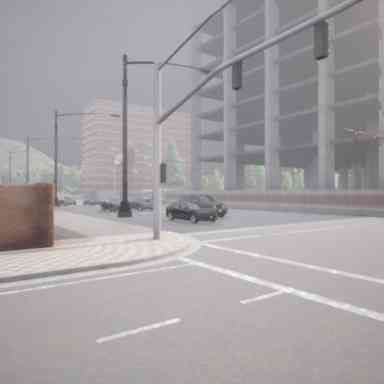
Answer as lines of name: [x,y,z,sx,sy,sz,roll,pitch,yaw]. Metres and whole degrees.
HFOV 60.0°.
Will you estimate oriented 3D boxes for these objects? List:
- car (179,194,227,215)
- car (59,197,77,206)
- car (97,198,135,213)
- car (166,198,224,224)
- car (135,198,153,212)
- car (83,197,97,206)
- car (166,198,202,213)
car: [0.747,1.224,29.946,2.150,2.045,5.566,0,0,-35]
car: [-20.094,1.535,53.765,1.837,1.490,4.892,0,0,-35]
car: [-8.621,1.479,37.218,1.882,1.535,5.008,0,0,-35]
car: [-0.117,1.479,25.099,1.882,1.535,5.008,0,0,-35]
car: [-6.003,1.506,39.580,1.837,1.490,4.892,0,0,-35]
car: [-16.305,1.549,54.420,2.033,1.411,5.357,0,0,-35]
car: [-1.031,1.507,38.929,1.837,1.490,4.892,0,0,-35]
